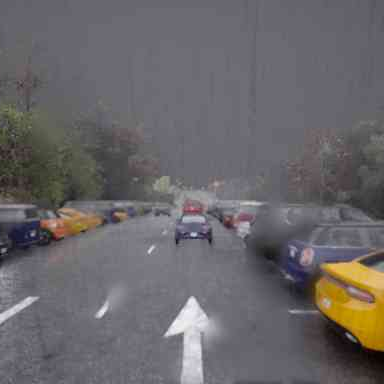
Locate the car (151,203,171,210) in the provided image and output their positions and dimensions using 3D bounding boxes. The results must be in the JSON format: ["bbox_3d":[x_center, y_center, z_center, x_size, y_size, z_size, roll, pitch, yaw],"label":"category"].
[{"bbox_3d":[-8.666,4.015,93.895,5.566,2.045,2.435,0,-3,0],"label":"car"}]

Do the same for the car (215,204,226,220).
[{"bbox_3d":[4.542,2.001,27.307,4.792,1.488,2.163,0,-1,0],"label":"car"}]

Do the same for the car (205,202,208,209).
[{"bbox_3d":[4.497,2.500,46.715,5.008,1.535,2.097,0,-2,0],"label":"car"}]

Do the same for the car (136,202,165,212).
[{"bbox_3d":[-8.583,3.041,68.991,5.566,2.045,2.435,0,-2,0],"label":"car"}]

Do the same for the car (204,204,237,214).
[{"bbox_3d":[4.668,2.794,55.039,5.366,1.575,1.946,0,-2,0],"label":"car"}]

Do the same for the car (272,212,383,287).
[{"bbox_3d":[4.501,1.469,7.886,4.553,1.767,2.185,0,-1,0],"label":"car"}]

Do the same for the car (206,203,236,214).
[{"bbox_3d":[4.517,2.573,52.268,4.553,1.767,2.185,0,-2,0],"label":"car"}]

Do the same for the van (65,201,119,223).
[{"bbox_3d":[-8.685,1.747,27.475,4.442,1.987,1.878,0,-1,0],"label":"van"}]

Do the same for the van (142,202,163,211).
[{"bbox_3d":[-8.734,3.264,74.526,4.442,1.987,1.878,0,-2,0],"label":"van"}]

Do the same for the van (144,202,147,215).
[{"bbox_3d":[-8.702,2.173,43.948,4.442,1.987,1.878,0,-2,0],"label":"van"}]

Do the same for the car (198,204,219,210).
[{"bbox_3d":[4.265,3.903,85.548,5.366,1.575,1.946,0,-2,0],"label":"car"}]

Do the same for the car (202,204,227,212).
[{"bbox_3d":[4.500,3.223,66.135,4.792,1.488,2.163,0,-2,0],"label":"car"}]

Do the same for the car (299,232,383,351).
[{"bbox_3d":[4.528,1.547,5.108,5.008,1.535,2.097,0,-1,0],"label":"car"}]

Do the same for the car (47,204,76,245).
[{"bbox_3d":[-8.525,1.630,16.393,4.553,1.767,2.185,0,-1,0],"label":"car"}]

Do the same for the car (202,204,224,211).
[{"bbox_3d":[4.494,3.421,71.684,4.792,1.488,2.163,0,-2,0],"label":"car"}]

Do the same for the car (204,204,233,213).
[{"bbox_3d":[4.486,2.897,57.813,4.892,1.521,2.231,0,-2,0],"label":"car"}]

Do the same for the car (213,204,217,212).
[{"bbox_3d":[4.506,2.066,30.084,4.674,1.452,2.002,0,-1,0],"label":"car"}]

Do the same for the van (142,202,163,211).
[{"bbox_3d":[-8.498,3.165,71.758,4.442,1.987,1.878,0,-2,0],"label":"van"}]

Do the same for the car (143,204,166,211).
[{"bbox_3d":[-8.625,3.588,77.286,5.008,1.535,2.097,0,-2,0],"label":"car"}]

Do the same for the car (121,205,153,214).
[{"bbox_3d":[-8.592,2.740,52.370,4.674,1.452,2.002,0,-2,0],"label":"car"}]

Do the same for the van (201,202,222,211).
[{"bbox_3d":[4.346,3.264,74.467,4.442,1.987,1.878,0,-2,0],"label":"van"}]

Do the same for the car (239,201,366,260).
[{"bbox_3d":[4.557,1.395,10.660,5.566,2.045,2.435,0,-1,0],"label":"car"}]

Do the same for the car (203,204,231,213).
[{"bbox_3d":[4.471,2.996,60.587,4.892,1.521,2.231,0,-2,0],"label":"car"}]

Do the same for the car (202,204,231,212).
[{"bbox_3d":[4.659,3.091,63.362,5.366,1.575,1.946,0,-2,0],"label":"car"}]

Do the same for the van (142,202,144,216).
[{"bbox_3d":[-8.699,2.079,41.305,4.442,1.987,1.878,0,-2,0],"label":"van"}]

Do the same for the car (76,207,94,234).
[{"bbox_3d":[-8.554,1.807,19.036,5.008,1.535,2.097,0,-1,0],"label":"car"}]

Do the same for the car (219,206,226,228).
[{"bbox_3d":[4.512,1.863,21.758,5.008,1.535,2.097,0,-1,0],"label":"car"}]

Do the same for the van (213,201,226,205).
[{"bbox_3d":[4.623,1.855,32.865,4.442,1.987,1.878,0,-1,0],"label":"van"}]

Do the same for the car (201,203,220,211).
[{"bbox_3d":[4.425,3.565,80.010,4.553,1.767,2.185,0,-2,0],"label":"car"}]

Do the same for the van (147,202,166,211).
[{"bbox_3d":[-8.515,3.465,80.079,4.442,1.987,1.878,0,-2,0],"label":"van"}]

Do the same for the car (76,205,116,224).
[{"bbox_3d":[-8.559,1.919,24.701,4.892,1.521,2.231,0,-1,0],"label":"car"}]

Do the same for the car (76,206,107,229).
[{"bbox_3d":[-8.557,1.864,21.931,5.008,1.535,2.097,0,-1,0],"label":"car"}]

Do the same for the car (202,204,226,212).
[{"bbox_3d":[4.497,3.322,68.909,4.792,1.488,2.163,0,-2,0],"label":"car"}]

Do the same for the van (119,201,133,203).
[{"bbox_3d":[-8.457,1.855,33.013,4.442,1.987,1.878,0,-1,0],"label":"van"}]

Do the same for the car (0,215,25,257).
[{"bbox_3d":[-8.545,1.648,10.851,4.892,1.521,2.231,0,-1,0],"label":"car"}]

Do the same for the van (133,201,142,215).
[{"bbox_3d":[-8.463,1.976,38.404,4.442,1.987,1.878,0,-2,0],"label":"van"}]

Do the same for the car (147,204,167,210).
[{"bbox_3d":[-8.655,3.824,82.819,4.792,1.488,2.163,0,-2,0],"label":"car"}]

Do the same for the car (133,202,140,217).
[{"bbox_3d":[-8.582,2.135,35.779,5.008,1.535,2.097,0,-1,0],"label":"car"}]

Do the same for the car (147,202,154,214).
[{"bbox_3d":[-8.560,2.247,46.718,5.566,2.045,2.435,0,-2,0],"label":"car"}]

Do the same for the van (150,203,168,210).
[{"bbox_3d":[-8.748,3.791,88.236,4.442,1.987,1.878,0,-2,0],"label":"van"}]

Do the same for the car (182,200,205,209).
[{"bbox_3d":[0.061,1.927,37.710,2.150,2.045,5.566,0,-2,0],"label":"car"}]

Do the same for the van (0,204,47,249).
[{"bbox_3d":[-8.671,1.476,13.626,4.442,1.987,1.878,0,-1,0],"label":"van"}]

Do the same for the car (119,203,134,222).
[{"bbox_3d":[-8.387,2.024,30.242,5.366,1.575,1.946,0,-1,0],"label":"car"}]

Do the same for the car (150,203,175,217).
[{"bbox_3d":[-3.625,2.396,41.928,2.033,1.411,5.357,0,-2,0],"label":"car"}]

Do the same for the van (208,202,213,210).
[{"bbox_3d":[4.614,2.077,41.174,4.442,1.987,1.878,0,-2,0],"label":"van"}]

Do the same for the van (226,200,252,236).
[{"bbox_3d":[4.404,1.583,18.986,4.442,1.987,1.878,0,-1,0],"label":"van"}]

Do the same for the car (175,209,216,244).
[{"bbox_3d":[0.082,1.826,17.588,1.812,1.442,4.674,0,-1,0],"label":"car"}]
